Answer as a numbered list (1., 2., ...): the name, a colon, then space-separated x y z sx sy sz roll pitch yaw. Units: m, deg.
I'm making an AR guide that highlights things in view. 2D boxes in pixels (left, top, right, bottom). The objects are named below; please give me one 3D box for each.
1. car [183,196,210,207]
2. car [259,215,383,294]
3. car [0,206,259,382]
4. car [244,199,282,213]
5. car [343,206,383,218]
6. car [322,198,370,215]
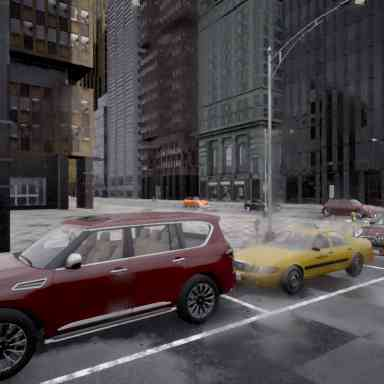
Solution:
1. car: 0.628 1.466 48.462 2.097 1.767 4.553 0 0 -37
2. car: 2.934 1.525 8.746 4.829 1.417 1.752 0 0 -36
3. car: -1.489 1.315 5.592 5.009 1.841 2.192 0 0 -36
4. car: 8.050 1.581 38.034 1.837 1.490 4.892 0 0 -35
5. car: 7.632 1.439 12.099 4.097 1.590 1.967 0 0 -36
6. car: 14.027 1.398 29.646 2.097 1.767 4.553 0 0 -35
